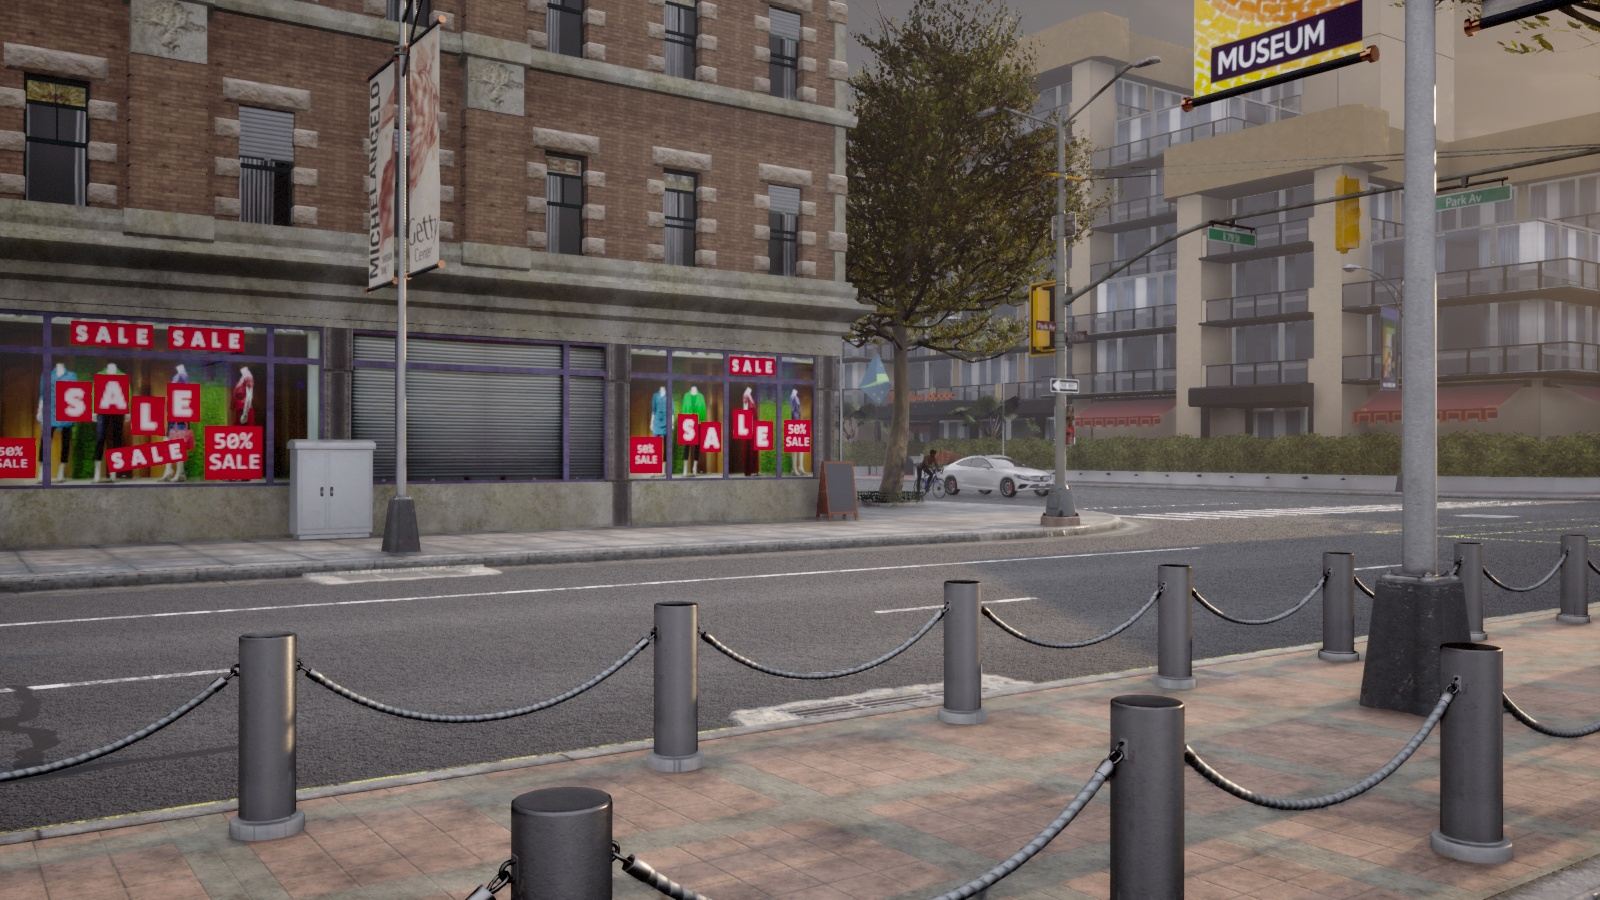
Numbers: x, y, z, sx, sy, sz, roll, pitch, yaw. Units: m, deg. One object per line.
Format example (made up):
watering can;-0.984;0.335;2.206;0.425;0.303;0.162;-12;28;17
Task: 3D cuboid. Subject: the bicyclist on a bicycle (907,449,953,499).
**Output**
bicyclist on a bicycle;4.320;0.791;41.780;0.582;1.620;1.656;0;0;-35

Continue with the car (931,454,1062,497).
car;6.844;0.864;44.275;1.812;1.442;4.674;0;0;-35
